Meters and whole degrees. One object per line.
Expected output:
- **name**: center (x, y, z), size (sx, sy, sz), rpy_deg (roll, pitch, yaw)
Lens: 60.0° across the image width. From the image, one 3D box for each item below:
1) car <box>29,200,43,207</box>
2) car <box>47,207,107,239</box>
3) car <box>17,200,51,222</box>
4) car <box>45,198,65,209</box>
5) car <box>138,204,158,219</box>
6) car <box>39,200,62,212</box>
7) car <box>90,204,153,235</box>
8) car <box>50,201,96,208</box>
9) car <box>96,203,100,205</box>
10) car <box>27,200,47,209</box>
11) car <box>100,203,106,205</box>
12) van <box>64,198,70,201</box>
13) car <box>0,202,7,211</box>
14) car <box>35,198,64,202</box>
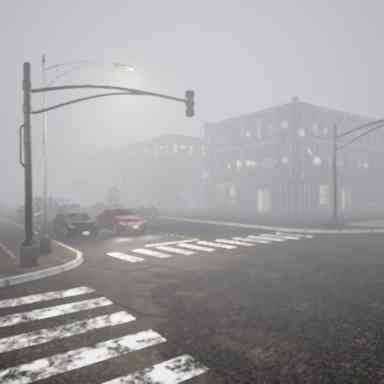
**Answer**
- **car**: center (-33.572, 2.353, 71.549), size (1.947, 1.339, 4.313), rpy_deg (-2, 0, -35)
- **car**: center (-6.822, 1.811, 19.210), size (1.947, 1.339, 4.313), rpy_deg (-2, 0, -35)
- **car**: center (-14.762, 1.843, 30.593), size (1.967, 1.590, 4.097), rpy_deg (-2, 0, -35)
- **car**: center (-23.961, 1.929, 58.010), size (2.192, 1.841, 5.009), rpy_deg (-2, 0, -35)
- **car**: center (-4.723, 1.798, 30.935), size (2.008, 1.369, 4.403), rpy_deg (-2, 0, -35)
- **car**: center (-21.180, 2.044, 49.648), size (2.128, 1.511, 4.902), rpy_deg (-1, 0, -36)
- **car**: center (-4.512, 1.739, 20.664), size (1.812, 1.442, 4.674), rpy_deg (-1, 0, -35)
- **car**: center (-10.538, 1.825, 29.139), size (2.128, 1.511, 4.902), rpy_deg (-1, 0, -35)
- **car**: center (-11.133, 1.955, 39.960), size (1.802, 1.307, 4.206), rpy_deg (-2, 0, -35)
- **car**: center (-26.987, 2.151, 57.823), size (2.128, 1.511, 4.902), rpy_deg (-1, 0, -36)
- **car**: center (-7.928, 1.892, 35.448), size (1.802, 1.307, 4.206), rpy_deg (-2, 0, -35)
- **van**: center (-20.755, 1.896, 53.498), size (1.690, 1.788, 3.998), rpy_deg (-2, 0, -35)
- **car**: center (-30.688, 2.230, 53.017), size (1.752, 1.417, 4.829), rpy_deg (-2, 0, -35)
- **car**: center (-16.561, 1.672, 37.647), size (2.150, 2.045, 5.566), rpy_deg (-1, 0, -35)
